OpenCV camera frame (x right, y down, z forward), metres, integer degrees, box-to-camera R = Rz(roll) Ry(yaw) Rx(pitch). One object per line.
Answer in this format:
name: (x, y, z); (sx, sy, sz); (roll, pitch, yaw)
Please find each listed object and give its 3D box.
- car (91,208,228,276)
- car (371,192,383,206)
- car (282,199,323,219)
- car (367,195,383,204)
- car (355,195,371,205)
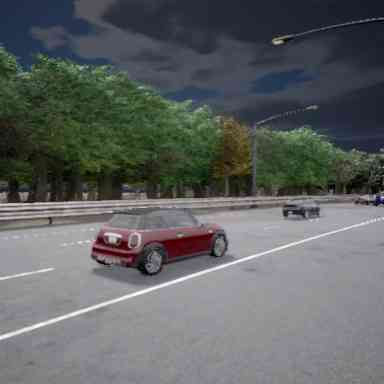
car: (-0.764, 1.279, 10.464); (2.097, 1.767, 4.553); (1, 1, 39)
car: (28.082, 0.990, 47.679); (2.150, 2.045, 5.566); (1, 1, 45)
car: (9.206, 1.344, 27.547); (1.837, 1.490, 4.892); (1, 0, 41)
car: (31.233, 1.245, 55.856); (4.674, 1.442, 1.812); (0, 1, -44)
car: (26.845, 1.256, 51.475); (4.674, 1.442, 1.812); (0, 1, -45)
